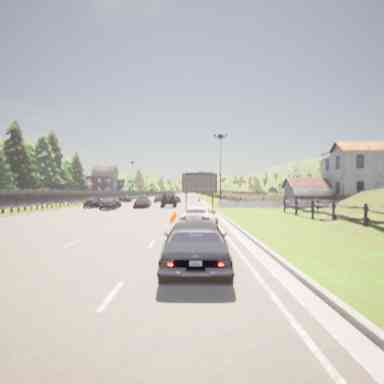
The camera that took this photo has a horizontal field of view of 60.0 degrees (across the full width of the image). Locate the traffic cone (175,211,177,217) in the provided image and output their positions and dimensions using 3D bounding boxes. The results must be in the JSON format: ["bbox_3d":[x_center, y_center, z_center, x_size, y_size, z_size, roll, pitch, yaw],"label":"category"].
[{"bbox_3d":[-1.473,1.946,25.825,0.340,0.580,0.340,0,0,0],"label":"traffic cone"}]

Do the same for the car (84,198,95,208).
[{"bbox_3d":[-13.875,1.509,47.012,1.812,1.442,4.674,0,0,0],"label":"car"}]

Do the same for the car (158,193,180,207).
[{"bbox_3d":[-3.373,1.202,49.907,2.150,2.045,5.566,0,0,0],"label":"car"}]

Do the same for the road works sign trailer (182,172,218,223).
[{"bbox_3d":[0.501,0.457,22.684,2.380,3.560,2.880,0,0,-2],"label":"road works sign trailer"}]

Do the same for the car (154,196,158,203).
[{"bbox_3d":[-6.862,1.502,69.716,1.812,1.442,4.674,0,0,0],"label":"car"}]

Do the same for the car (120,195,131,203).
[{"bbox_3d":[-13.861,1.330,68.515,2.097,1.767,4.553,0,0,0],"label":"car"}]

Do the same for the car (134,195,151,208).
[{"bbox_3d":[-6.875,1.547,46.561,1.994,1.385,4.181,0,0,0],"label":"car"}]

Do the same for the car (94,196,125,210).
[{"bbox_3d":[-10.375,1.532,42.386,2.033,1.411,5.357,0,0,0],"label":"car"}]

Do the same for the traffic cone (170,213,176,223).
[{"bbox_3d":[-1.474,1.947,23.825,0.340,0.580,0.340,0,0,0],"label":"traffic cone"}]

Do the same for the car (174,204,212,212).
[{"bbox_3d":[0.381,1.536,19.073,1.812,1.442,4.674,-1,-1,8],"label":"car"}]

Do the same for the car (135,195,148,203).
[{"bbox_3d":[-10.363,1.480,68.753,1.837,1.490,4.892,0,0,0],"label":"car"}]

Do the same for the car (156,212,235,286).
[{"bbox_3d":[0.103,1.544,9.469,2.033,1.411,5.357,0,0,1],"label":"car"}]
